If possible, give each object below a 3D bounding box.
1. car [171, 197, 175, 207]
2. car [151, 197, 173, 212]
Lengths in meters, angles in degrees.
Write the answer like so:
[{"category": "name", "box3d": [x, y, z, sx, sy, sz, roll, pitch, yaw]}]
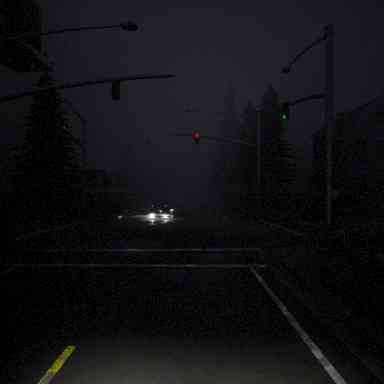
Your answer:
[{"category": "car", "box3d": [-3.557, 1.505, 48.310, 1.837, 1.490, 4.892, 0, 0, 0]}, {"category": "car", "box3d": [-3.579, 1.601, 38.185, 1.895, 1.301, 4.718, 0, 0, 0]}]
